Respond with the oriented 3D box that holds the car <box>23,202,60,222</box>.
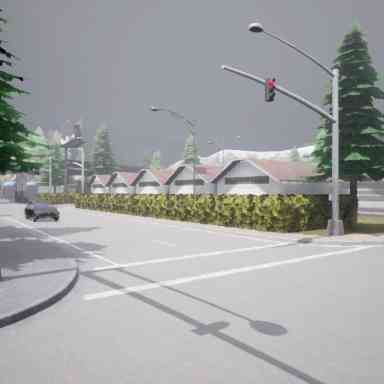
[{"bbox_3d":[-12.123,1.515,26.618,2.033,1.411,5.357,0,0,-36],"label":"car"}]
